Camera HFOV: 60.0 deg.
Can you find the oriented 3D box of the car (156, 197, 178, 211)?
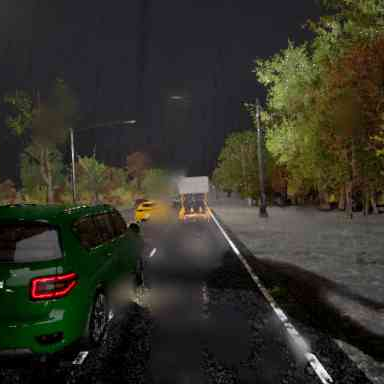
[{"bbox_3d":[-2.782,1.569,40.124,2.128,1.511,4.902,-8,1,1],"label":"car"}]

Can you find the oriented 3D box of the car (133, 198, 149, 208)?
[{"bbox_3d":[-9.092,1.904,59.589,1.882,1.535,5.008,-3,0,1],"label":"car"}]

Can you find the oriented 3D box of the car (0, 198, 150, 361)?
[{"bbox_3d":[-2.353,1.233,6.342,2.150,2.045,5.566,0,0,1],"label":"car"}]

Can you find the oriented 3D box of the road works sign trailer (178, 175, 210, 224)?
[{"bbox_3d":[0.169,0.531,25.738,2.380,3.560,2.880,-3,0,1],"label":"road works sign trailer"}]

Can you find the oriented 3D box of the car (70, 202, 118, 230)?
[{"bbox_3d":[-6.402,1.514,22.322,1.812,1.442,4.674,2,1,1],"label":"car"}]

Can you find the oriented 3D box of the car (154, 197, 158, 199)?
[{"bbox_3d":[-5.881,1.635,58.169,2.097,1.767,4.553,-3,0,1],"label":"car"}]

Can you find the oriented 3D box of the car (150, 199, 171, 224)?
[{"bbox_3d":[-2.917,1.478,24.731,1.882,1.535,5.008,-1,-1,1],"label":"car"}]

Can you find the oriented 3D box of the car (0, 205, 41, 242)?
[{"bbox_3d":[-9.760,1.516,16.626,2.128,1.511,4.902,0,0,0],"label":"car"}]
